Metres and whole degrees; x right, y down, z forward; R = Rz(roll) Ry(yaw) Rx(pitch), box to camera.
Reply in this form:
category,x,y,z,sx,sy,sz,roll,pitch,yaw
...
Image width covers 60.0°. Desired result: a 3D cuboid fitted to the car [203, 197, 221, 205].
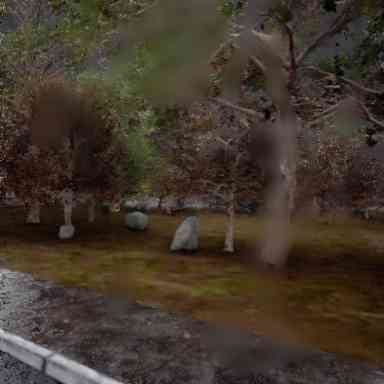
category,x,y,z,sx,sy,sz,roll,pitch,yaw
car,5.200,2.413,90.734,2.435,2.045,5.566,5,1,44
